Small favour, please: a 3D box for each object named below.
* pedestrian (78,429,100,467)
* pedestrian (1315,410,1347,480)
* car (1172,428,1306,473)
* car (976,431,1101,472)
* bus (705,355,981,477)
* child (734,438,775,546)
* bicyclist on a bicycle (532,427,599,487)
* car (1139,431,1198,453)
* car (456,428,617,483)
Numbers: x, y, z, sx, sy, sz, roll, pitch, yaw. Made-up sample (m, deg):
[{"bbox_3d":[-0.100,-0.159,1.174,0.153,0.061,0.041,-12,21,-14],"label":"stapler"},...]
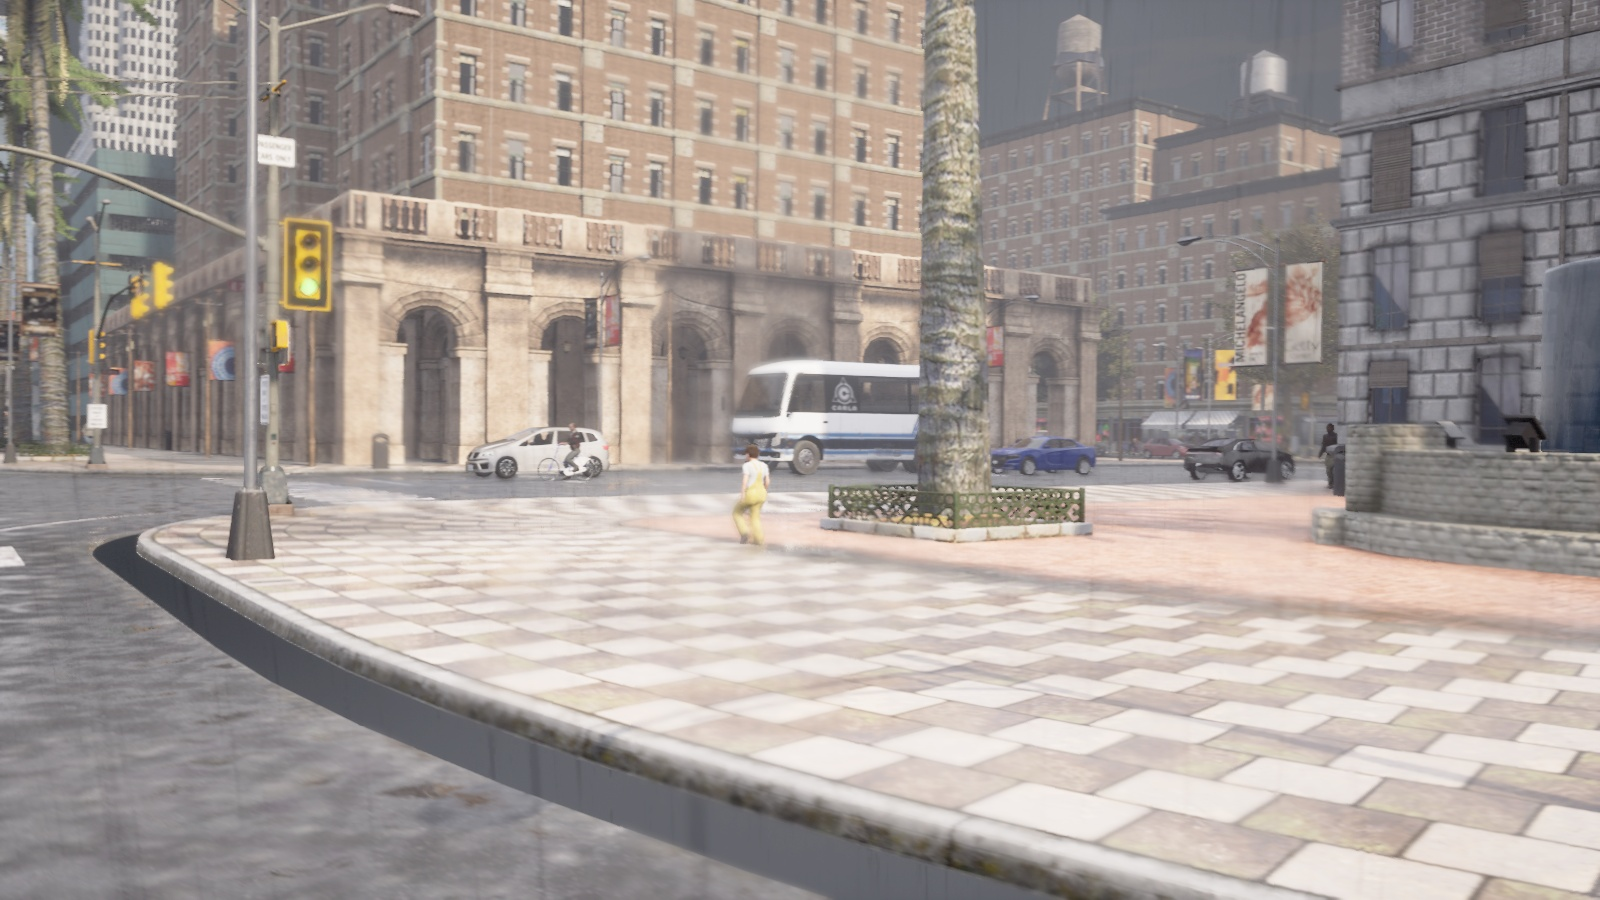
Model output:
[{"bbox_3d":[-35.042,-0.090,61.877,0.874,1.855,0.900,-1,1,-34],"label":"pedestrian"},{"bbox_3d":[14.089,-0.139,33.337,0.703,1.840,0.431,-1,1,-28],"label":"pedestrian"},{"bbox_3d":[15.896,-0.003,45.337,4.902,1.511,2.128,-1,1,-36],"label":"car"},{"bbox_3d":[9.406,0.023,49.303,5.008,1.535,1.882,-1,1,-36],"label":"car"},{"bbox_3d":[1.800,-1.255,48.168,10.273,4.253,3.944,-1,1,-35],"label":"bus"},{"bbox_3d":[-0.545,0.488,14.981,0.270,1.263,0.437,-1,1,-36],"label":"child"},{"bbox_3d":[-7.022,0.195,37.595,1.843,1.776,0.659,-1,1,-35],"label":"bicyclist on a bicycle"},{"bbox_3d":[25.949,-0.561,88.425,1.845,1.501,3.633,-1,1,-36],"label":"car"},{"bbox_3d":[-8.538,0.141,40.809,4.611,1.667,2.242,-1,1,-35],"label":"car"}]
